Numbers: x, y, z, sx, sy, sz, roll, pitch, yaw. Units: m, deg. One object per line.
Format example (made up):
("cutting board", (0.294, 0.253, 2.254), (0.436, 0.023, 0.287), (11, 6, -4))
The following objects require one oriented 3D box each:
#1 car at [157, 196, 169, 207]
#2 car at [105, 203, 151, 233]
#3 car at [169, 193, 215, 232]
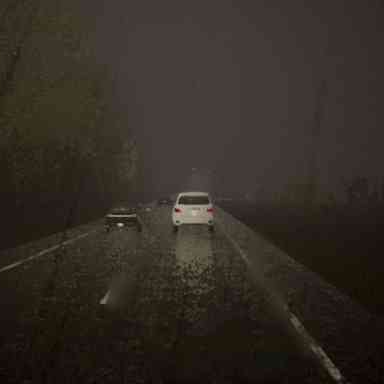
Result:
("car", (-3.413, 1.159, 43.392), (1.994, 1.385, 4.181), (0, 1, 0))
("car", (-3.405, 1.324, 18.271), (2.128, 1.511, 4.902), (0, 1, 0))
("car", (0.094, 1.047, 18.879), (2.150, 2.045, 5.566), (0, 0, 0))
